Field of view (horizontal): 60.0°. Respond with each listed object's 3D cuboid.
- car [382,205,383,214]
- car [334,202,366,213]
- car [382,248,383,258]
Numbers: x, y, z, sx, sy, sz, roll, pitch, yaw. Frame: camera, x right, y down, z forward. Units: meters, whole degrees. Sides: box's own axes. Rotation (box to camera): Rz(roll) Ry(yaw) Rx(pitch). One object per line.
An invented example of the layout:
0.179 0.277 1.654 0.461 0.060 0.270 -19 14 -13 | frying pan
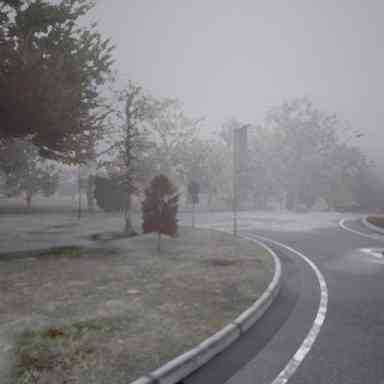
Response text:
24.895 1.973 40.550 4.902 1.511 2.128 4 -3 -40 | car
19.358 1.881 40.818 4.718 1.301 1.895 3 -2 -39 | car
5.786 1.522 7.236 2.033 1.411 5.357 0 0 16 | car
